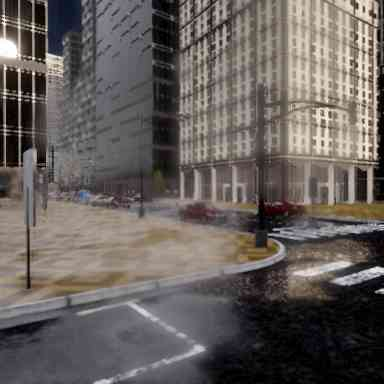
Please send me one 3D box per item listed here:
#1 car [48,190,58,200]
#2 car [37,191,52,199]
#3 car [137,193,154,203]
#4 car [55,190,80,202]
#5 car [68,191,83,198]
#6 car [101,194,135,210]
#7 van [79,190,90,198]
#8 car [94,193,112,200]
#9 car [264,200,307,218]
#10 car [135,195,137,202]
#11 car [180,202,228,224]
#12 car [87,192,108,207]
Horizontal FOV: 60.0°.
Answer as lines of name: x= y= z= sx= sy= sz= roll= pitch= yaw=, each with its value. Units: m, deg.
car: x=-23.659 y=0.805 z=59.171 sx=1.752 sy=1.417 sz=4.829 roll=1 pitch=0 yaw=-36
car: x=-30.365 y=0.591 z=68.253 sx=1.967 sy=1.590 sz=4.097 roll=1 pitch=0 yaw=-37
car: x=-7.443 y=0.871 z=50.164 sx=1.967 sy=1.590 sz=4.097 roll=0 pitch=0 yaw=-34
car: x=-20.531 y=0.886 z=54.783 sx=1.887 sy=1.381 sz=4.507 roll=1 pitch=0 yaw=-35
car: x=-26.907 y=0.604 z=76.943 sx=1.887 sy=1.381 sz=4.507 roll=0 pitch=0 yaw=-38
car: x=-8.144 y=1.178 z=36.332 sx=1.802 sy=1.307 sz=4.206 roll=0 pitch=0 yaw=-32
van: x=-23.551 y=0.462 z=72.550 sx=1.690 sy=1.788 sz=3.998 roll=0 pitch=0 yaw=-37
car: x=-17.008 y=0.811 z=63.668 sx=1.947 sy=1.339 sz=4.313 roll=0 pitch=0 yaw=-36
car: x=7.316 y=1.324 z=26.977 sx=1.802 sy=1.307 sz=4.206 roll=0 pitch=0 yaw=-32
car: x=-9.509 y=1.058 z=43.201 sx=2.033 sy=1.411 sz=5.357 roll=0 pitch=1 yaw=-33
car: x=0.669 y=1.367 z=22.324 sx=1.802 sy=1.307 sz=4.206 roll=0 pitch=0 yaw=-32
car: x=-11.067 y=1.060 z=40.846 sx=1.752 sy=1.417 sz=4.829 roll=0 pitch=0 yaw=-33
